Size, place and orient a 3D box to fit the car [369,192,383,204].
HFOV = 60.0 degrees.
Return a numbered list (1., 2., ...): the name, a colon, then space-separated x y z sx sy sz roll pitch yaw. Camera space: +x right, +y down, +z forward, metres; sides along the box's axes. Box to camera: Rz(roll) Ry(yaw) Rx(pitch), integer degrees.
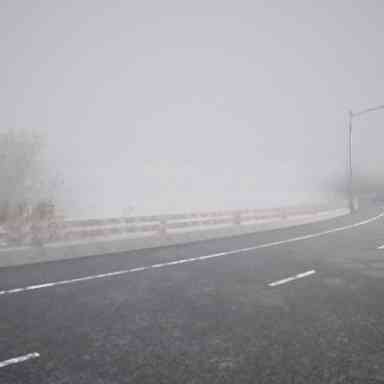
1. car: 32.896 0.972 58.636 2.150 2.045 5.566 0 0 17
